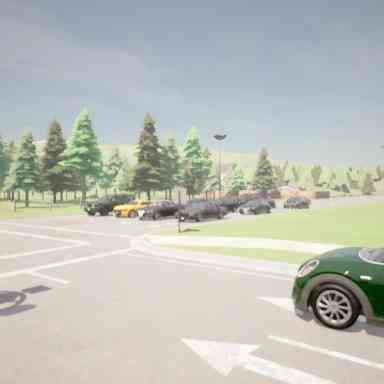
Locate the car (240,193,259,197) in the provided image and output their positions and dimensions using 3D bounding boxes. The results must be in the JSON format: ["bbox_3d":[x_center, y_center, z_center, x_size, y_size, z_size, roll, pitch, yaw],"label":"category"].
[{"bbox_3d":[8.057,1.212,47.967,2.150,2.045,5.566,0,0,36],"label":"car"}]

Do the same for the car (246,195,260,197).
[{"bbox_3d":[9.490,1.482,44.008,2.128,1.511,4.902,0,0,36],"label":"car"}]

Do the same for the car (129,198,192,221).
[{"bbox_3d":[-2.504,1.481,27.666,2.128,1.511,4.902,0,0,36],"label":"car"}]

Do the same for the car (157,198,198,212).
[{"bbox_3d":[-1.706,1.533,40.585,2.033,1.411,5.357,0,0,36],"label":"car"}]

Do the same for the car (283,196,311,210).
[{"bbox_3d":[13.710,1.343,43.830,2.097,1.767,4.553,0,0,36],"label":"car"}]

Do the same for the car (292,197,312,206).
[{"bbox_3d":[18.808,1.516,56.569,1.812,1.442,4.674,0,0,37],"label":"car"}]

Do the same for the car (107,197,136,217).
[{"bbox_3d":[-4.893,1.466,30.324,1.882,1.535,5.008,0,0,36],"label":"car"}]

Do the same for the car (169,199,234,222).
[{"bbox_3d":[0.884,1.539,26.366,2.033,1.411,5.357,0,0,36],"label":"car"}]

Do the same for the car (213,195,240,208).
[{"bbox_3d":[5.213,1.338,49.999,2.097,1.767,4.553,0,0,36],"label":"car"}]

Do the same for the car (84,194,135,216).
[{"bbox_3d":[-7.726,1.207,32.379,2.150,2.045,5.566,0,0,36],"label":"car"}]

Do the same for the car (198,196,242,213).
[{"bbox_3d":[3.058,1.468,35.245,1.882,1.535,5.008,0,0,36],"label":"car"}]

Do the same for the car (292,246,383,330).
[{"bbox_3d":[4.032,1.352,5.414,4.553,1.767,2.097,0,0,35],"label":"car"}]

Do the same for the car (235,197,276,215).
[{"bbox_3d":[6.565,1.518,34.090,1.812,1.442,4.674,0,0,36],"label":"car"}]
